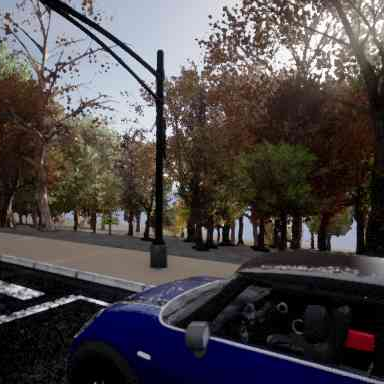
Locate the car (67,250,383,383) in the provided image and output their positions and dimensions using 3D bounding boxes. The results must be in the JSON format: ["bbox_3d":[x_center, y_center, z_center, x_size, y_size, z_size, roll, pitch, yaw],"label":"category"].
[{"bbox_3d":[0.950,1.353,2.998,4.553,1.767,2.097,0,0,34],"label":"car"}]
